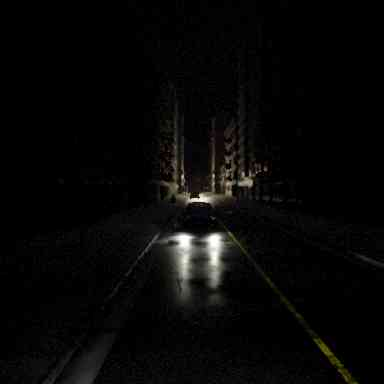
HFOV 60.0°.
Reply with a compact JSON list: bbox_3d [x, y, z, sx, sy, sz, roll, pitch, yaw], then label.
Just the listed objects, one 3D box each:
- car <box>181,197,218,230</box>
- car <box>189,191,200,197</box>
[{"bbox_3d":[0.419,1.292,19.623,1.882,1.535,5.008,0,1,0],"label":"car"},{"bbox_3d":[0.586,0.623,69.992,2.097,1.767,4.553,0,1,0],"label":"car"}]
